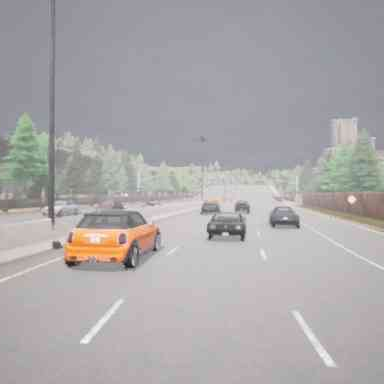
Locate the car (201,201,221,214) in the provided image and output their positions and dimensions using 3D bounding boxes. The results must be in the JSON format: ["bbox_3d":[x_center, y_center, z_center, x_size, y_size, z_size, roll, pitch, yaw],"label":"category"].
[{"bbox_3d":[2.212,1.754,38.797,2.128,1.511,4.902,0,0,10],"label":"car"}]

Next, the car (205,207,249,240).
[{"bbox_3d":[1.982,1.732,18.073,1.895,1.301,4.718,0,0,10],"label":"car"}]

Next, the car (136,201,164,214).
[{"bbox_3d":[-4.929,1.812,39.723,1.895,1.301,4.718,0,0,11],"label":"car"}]

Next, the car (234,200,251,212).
[{"bbox_3d":[6.339,1.820,41.890,1.837,1.490,4.892,0,-1,10],"label":"car"}]

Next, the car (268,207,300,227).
[{"bbox_3d":[6.719,1.774,24.557,1.994,1.385,4.181,0,0,10],"label":"car"}]

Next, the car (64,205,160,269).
[{"bbox_3d":[-2.513,1.407,11.646,2.097,1.767,4.553,0,0,7],"label":"car"}]

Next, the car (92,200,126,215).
[{"bbox_3d":[-9.046,1.685,36.679,1.812,1.442,4.674,0,0,11],"label":"car"}]
